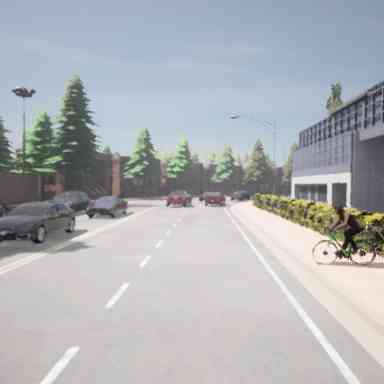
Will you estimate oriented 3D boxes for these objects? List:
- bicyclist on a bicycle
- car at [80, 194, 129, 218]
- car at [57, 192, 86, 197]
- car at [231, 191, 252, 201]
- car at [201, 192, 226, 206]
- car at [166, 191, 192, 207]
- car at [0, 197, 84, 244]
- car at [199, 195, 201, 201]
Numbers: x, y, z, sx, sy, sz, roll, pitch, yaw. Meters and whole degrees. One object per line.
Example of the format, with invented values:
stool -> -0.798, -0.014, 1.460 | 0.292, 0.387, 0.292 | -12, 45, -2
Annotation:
bicyclist on a bicycle -> 3.998, 1.154, 8.739 | 1.656, 1.620, 0.582 | 0, 1, 3
car -> -6.022, 1.017, 24.323 | 2.033, 1.411, 5.357 | 0, 1, 3
car -> -9.426, 0.769, 25.639 | 2.097, 1.767, 4.553 | 1, 1, 4
car -> 7.308, 0.573, 48.971 | 2.128, 1.511, 4.902 | 1, 1, 30
car -> 2.713, 0.746, 37.750 | 1.882, 1.535, 5.008 | 1, 1, 12
car -> -1.287, 0.629, 35.830 | 2.097, 1.767, 4.553 | 1, 1, 10
car -> -6.524, 1.173, 14.099 | 1.837, 1.490, 4.892 | 0, 1, 3
car -> 2.700, 0.629, 47.981 | 1.994, 1.385, 4.181 | 1, 1, 27
